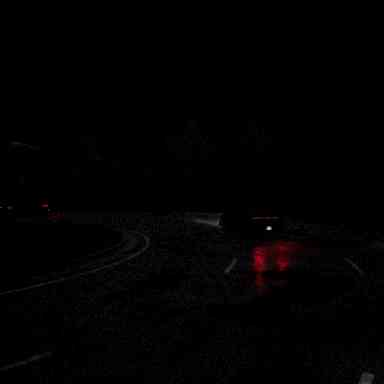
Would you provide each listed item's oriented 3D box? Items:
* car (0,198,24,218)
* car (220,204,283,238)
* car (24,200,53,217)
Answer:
[{"bbox_3d":[-16.926,1.351,27.939,4.553,1.767,2.097,0,0,18],"label":"car"},{"bbox_3d":[2.899,1.382,17.168,2.128,1.511,4.902,0,0,-12],"label":"car"},{"bbox_3d":[-15.450,1.460,31.157,4.902,1.511,2.128,0,0,17],"label":"car"}]
